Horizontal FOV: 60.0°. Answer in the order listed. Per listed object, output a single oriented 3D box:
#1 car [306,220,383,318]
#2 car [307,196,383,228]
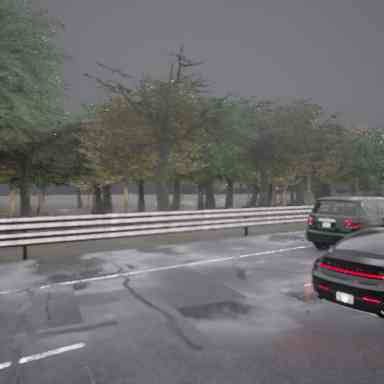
[{"bbox_3d":[4.499,1.478,6.834,4.892,1.490,1.837,0,0,-35],"label":"car"},{"bbox_3d":[6.708,1.175,12.588,5.566,2.045,2.150,0,0,-34],"label":"car"}]
